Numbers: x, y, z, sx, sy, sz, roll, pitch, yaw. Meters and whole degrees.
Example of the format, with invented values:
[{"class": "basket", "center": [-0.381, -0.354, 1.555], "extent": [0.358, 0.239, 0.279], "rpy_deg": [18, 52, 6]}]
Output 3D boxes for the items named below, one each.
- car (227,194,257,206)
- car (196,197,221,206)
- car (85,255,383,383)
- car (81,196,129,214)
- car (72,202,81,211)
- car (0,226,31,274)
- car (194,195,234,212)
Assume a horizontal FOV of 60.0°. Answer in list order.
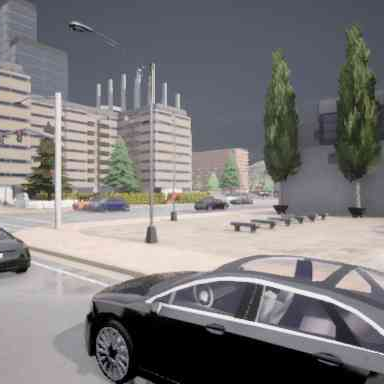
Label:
[{"class": "car", "center": [8.317, 1.543, 56.030], "extent": [2.033, 1.411, 5.357], "rpy_deg": [0, 0, 42]}, {"class": "car", "center": [2.708, 1.559, 54.948], "extent": [1.994, 1.385, 4.181], "rpy_deg": [0, 0, 41]}, {"class": "car", "center": [0.783, 1.489, 3.703], "extent": [4.902, 1.511, 2.128], "rpy_deg": [0, 0, 37]}, {"class": "car", "center": [-9.121, 1.347, 36.017], "extent": [2.097, 1.767, 4.553], "rpy_deg": [0, 0, 41]}, {"class": "car", "center": [-11.497, 1.347, 38.617], "extent": [2.097, 1.767, 4.553], "rpy_deg": [0, 0, 41]}, {"class": "car", "center": [-6.364, 1.562, 9.522], "extent": [4.181, 1.385, 1.994], "rpy_deg": [0, 0, 40]}, {"class": "car", "center": [2.304, 1.488, 38.200], "extent": [2.128, 1.511, 4.902], "rpy_deg": [0, 0, 41]}]
